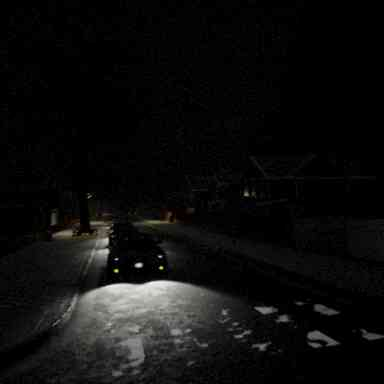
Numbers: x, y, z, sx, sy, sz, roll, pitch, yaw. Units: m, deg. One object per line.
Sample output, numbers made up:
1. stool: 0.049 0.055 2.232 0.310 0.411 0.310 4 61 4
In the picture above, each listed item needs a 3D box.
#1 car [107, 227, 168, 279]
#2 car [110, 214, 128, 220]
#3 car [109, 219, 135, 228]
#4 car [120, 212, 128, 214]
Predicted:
1. car: -2.159 2.266 12.590 1.994 1.385 4.181 -1 -3 -13
2. car: -6.976 3.240 32.288 2.128 1.511 4.902 -1 -3 -14
3. car: -4.514 2.783 22.221 1.994 1.385 4.181 -1 -3 -13
4. car: -10.373 3.982 46.521 1.837 1.490 4.892 -1 -3 -14
